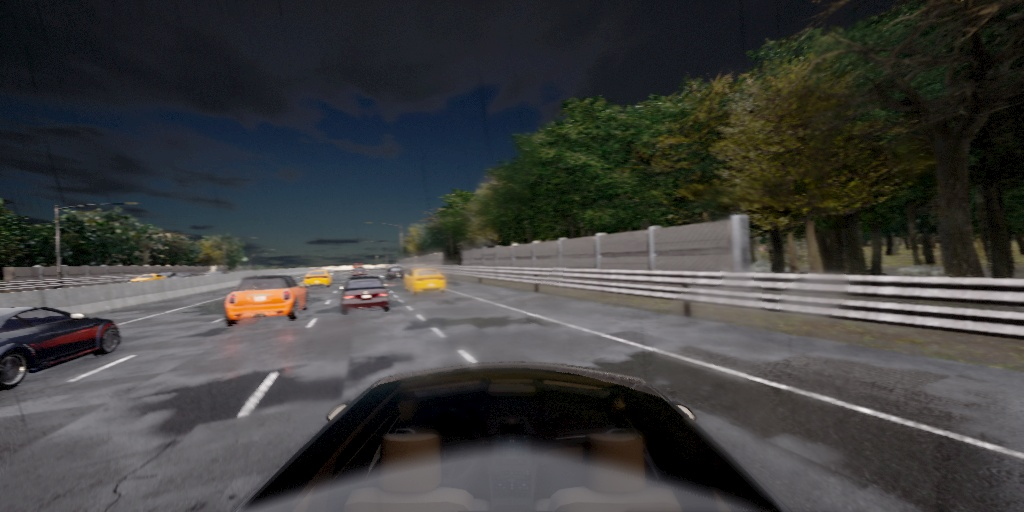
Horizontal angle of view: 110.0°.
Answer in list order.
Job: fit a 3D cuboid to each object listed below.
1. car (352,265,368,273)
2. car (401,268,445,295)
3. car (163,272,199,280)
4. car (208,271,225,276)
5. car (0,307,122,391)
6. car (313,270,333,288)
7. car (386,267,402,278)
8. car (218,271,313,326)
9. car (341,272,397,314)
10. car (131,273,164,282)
[{"bbox_3d":[-20.154,2.191,47.461,2.033,1.411,5.357,-2,0,-23],"label":"car"},{"bbox_3d":[-5.618,1.549,22.889,1.882,1.535,5.008,-2,0,-23],"label":"car"},{"bbox_3d":[-42.902,2.952,47.119,2.128,1.511,4.902,-2,0,-23],"label":"car"},{"bbox_3d":[-39.691,2.821,48.496,1.882,1.535,5.008,-2,0,-23],"label":"car"},{"bbox_3d":[-10.315,1.741,7.305,1.994,1.385,4.181,-2,0,-23],"label":"car"},{"bbox_3d":[-17.089,1.998,31.797,1.882,1.535,5.008,-2,0,-23],"label":"car"},{"bbox_3d":[-12.561,1.892,38.961,1.812,1.442,4.674,-2,0,-23],"label":"car"},{"bbox_3d":[-9.543,1.535,14.322,2.097,1.767,4.553,-2,0,-23],"label":"car"},{"bbox_3d":[-6.490,1.623,15.839,2.033,1.411,5.357,-2,0,-23],"label":"car"},{"bbox_3d":[-46.050,3.049,45.600,1.882,1.535,5.008,-2,0,-23],"label":"car"}]
